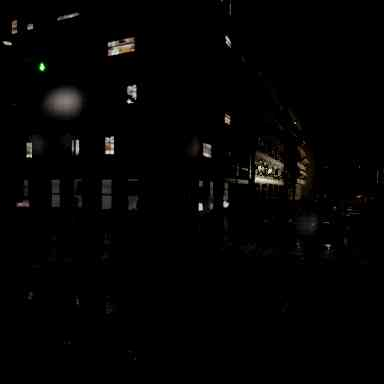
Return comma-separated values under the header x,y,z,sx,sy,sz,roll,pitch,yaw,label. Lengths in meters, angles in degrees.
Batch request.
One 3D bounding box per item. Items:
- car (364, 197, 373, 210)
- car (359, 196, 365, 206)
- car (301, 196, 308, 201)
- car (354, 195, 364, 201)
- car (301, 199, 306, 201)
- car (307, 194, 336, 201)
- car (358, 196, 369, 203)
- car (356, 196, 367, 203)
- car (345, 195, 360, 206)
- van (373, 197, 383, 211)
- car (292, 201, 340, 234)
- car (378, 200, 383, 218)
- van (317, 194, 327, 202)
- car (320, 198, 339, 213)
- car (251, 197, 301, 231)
x,y,z,sx,sy,sz,roll,pitch,yaw,label
23.654,1.467,42.664,1.967,1.590,4.097,1,0,24,car
28.194,1.570,52.798,2.008,1.369,4.403,1,0,24,car
11.921,1.495,35.754,1.887,1.381,4.507,1,0,24,car
41.818,1.536,83.197,2.008,1.369,4.403,1,0,24,car
7.380,1.501,25.621,1.887,1.381,4.507,1,0,24,car
11.505,1.332,28.737,2.097,1.767,4.553,1,0,24,car
35.006,1.548,67.997,1.887,1.381,4.507,1,0,24,car
37.277,1.542,73.064,1.887,1.381,4.507,1,0,24,car
26.237,1.469,54.705,1.882,1.535,5.008,1,0,24,car
19.115,1.375,32.530,1.690,1.788,3.998,1,0,24,van
7.341,1.490,19.400,1.837,1.490,4.892,1,0,26,car
16.841,1.619,27.465,1.802,1.307,4.206,1,0,24,car
27.818,1.261,71.218,1.690,1.788,3.998,1,0,24,van
15.767,1.501,38.069,1.812,1.442,4.674,1,0,24,car
5.112,1.274,20.553,2.192,1.841,5.009,1,0,24,car
